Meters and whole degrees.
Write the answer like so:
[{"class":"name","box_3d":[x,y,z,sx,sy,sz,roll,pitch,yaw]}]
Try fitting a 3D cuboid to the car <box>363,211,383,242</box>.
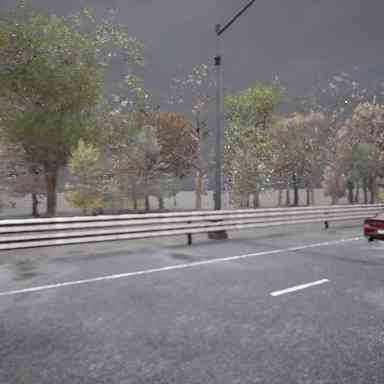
[{"class":"car","box_3d":[9.713,1.470,14.974,5.008,1.535,1.882,0,0,-35]}]
